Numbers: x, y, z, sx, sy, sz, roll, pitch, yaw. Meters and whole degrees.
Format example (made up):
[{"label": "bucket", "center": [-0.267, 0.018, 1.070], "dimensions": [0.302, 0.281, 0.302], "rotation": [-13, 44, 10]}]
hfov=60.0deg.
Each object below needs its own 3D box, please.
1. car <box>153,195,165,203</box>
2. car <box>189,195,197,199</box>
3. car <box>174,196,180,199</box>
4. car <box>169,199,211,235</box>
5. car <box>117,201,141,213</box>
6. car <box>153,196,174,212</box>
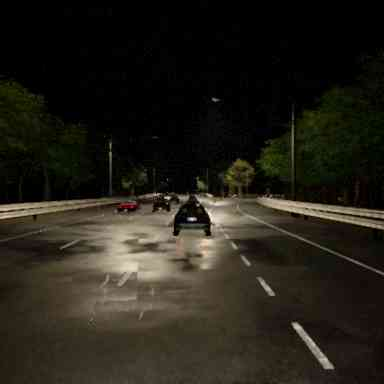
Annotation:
[{"label": "car", "center": [-6.921, 1.503, 70.595], "dimensions": [2.128, 1.511, 4.902], "rotation": [0, 0, 0]}, {"label": "car", "center": [0.127, 1.534, 44.961], "dimensions": [1.812, 1.442, 4.674], "rotation": [0, 0, 0]}, {"label": "car", "center": [-3.361, 1.511, 64.702], "dimensions": [1.837, 1.490, 4.892], "rotation": [0, 0, 0]}, {"label": "car", "center": [0.009, 1.433, 18.838], "dimensions": [2.033, 1.649, 4.856], "rotation": [0, 0, 0]}, {"label": "car", "center": [-6.879, 1.607, 36.847], "dimensions": [1.895, 1.301, 4.718], "rotation": [0, 0, 0]}, {"label": "car", "center": [-3.377, 1.512, 38.171], "dimensions": [1.837, 1.490, 4.892], "rotation": [0, 0, 0]}]
